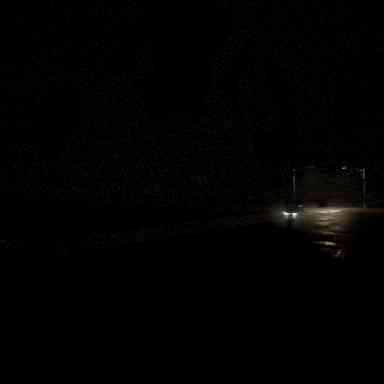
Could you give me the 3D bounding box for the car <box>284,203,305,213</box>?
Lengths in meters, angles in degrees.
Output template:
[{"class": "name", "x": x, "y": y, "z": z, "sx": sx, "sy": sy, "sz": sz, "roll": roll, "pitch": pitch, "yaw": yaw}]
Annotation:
[{"class": "car", "x": 15.176, "y": 2.344, "z": 49.082, "sx": 1.994, "sy": 1.385, "sz": 4.181, "roll": -1, "pitch": -1, "yaw": 36}]
